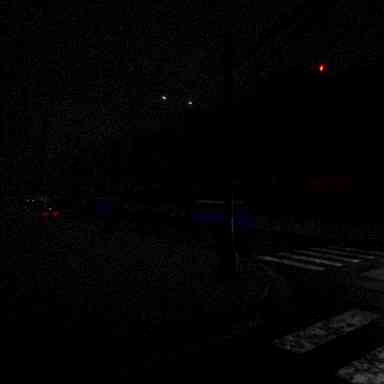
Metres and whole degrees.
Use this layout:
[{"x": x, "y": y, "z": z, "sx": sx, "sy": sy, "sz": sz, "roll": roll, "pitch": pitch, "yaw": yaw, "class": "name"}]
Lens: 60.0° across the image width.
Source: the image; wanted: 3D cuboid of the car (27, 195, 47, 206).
[{"x": -27.421, "y": 1.509, "z": 58.679, "sx": 2.192, "sy": 1.841, "sz": 5.009, "roll": 0, "pitch": 0, "yaw": -36, "class": "car"}]

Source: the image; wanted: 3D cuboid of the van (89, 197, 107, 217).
[{"x": -8.169, "y": 1.428, "z": 32.058, "sx": 1.690, "sy": 1.788, "sz": 3.998, "roll": 0, "pitch": 0, "yaw": -36, "class": "van"}]

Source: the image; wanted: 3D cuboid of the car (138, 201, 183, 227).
[{"x": -1.752, "y": 1.494, "z": 23.185, "sx": 1.967, "sy": 1.590, "sz": 4.097, "roll": 0, "pitch": 0, "yaw": -36, "class": "car"}]

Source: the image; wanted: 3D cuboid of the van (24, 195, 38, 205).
[{"x": -30.629, "y": 1.553, "z": 63.116, "sx": 1.690, "sy": 1.788, "sz": 3.998, "roll": 0, "pitch": 0, "yaw": -36, "class": "van"}]

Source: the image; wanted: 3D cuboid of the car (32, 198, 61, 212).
[{"x": -18.305, "y": 1.729, "z": 41.663, "sx": 1.895, "sy": 1.301, "sz": 4.718, "roll": 0, "pitch": 0, "yaw": -35, "class": "car"}]

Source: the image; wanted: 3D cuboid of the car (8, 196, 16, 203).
[{"x": -40.255, "y": 1.705, "z": 76.426, "sx": 1.967, "sy": 1.590, "sz": 4.097, "roll": 0, "pitch": 0, "yaw": -36, "class": "car"}]

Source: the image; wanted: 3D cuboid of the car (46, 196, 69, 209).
[{"x": -17.795, "y": 1.455, "z": 45.369, "sx": 2.192, "sy": 1.841, "sz": 5.009, "roll": 0, "pitch": 0, "yaw": -36, "class": "car"}]

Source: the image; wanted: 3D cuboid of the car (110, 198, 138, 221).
[{"x": -4.960, "y": 1.510, "z": 27.621, "sx": 1.967, "sy": 1.590, "sz": 4.097, "roll": 0, "pitch": 0, "yaw": -36, "class": "car"}]

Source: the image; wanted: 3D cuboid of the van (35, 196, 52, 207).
[{"x": -24.212, "y": 1.517, "z": 54.242, "sx": 1.690, "sy": 1.788, "sz": 3.998, "roll": 0, "pitch": 0, "yaw": -36, "class": "van"}]

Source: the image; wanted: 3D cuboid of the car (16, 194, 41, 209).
[{"x": -24.405, "y": 1.383, "z": 50.013, "sx": 2.150, "sy": 2.045, "sz": 5.566, "roll": 0, "pitch": 0, "yaw": -36, "class": "car"}]

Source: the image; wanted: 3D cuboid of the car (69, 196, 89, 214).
[{"x": -11.378, "y": 1.419, "z": 36.492, "sx": 2.192, "sy": 1.841, "sz": 5.009, "roll": 0, "pitch": 0, "yaw": -36, "class": "car"}]

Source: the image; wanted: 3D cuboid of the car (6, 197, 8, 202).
[{"x": -43.563, "y": 1.808, "z": 81.001, "sx": 1.752, "sy": 1.417, "sz": 4.829, "roll": 0, "pitch": 0, "yaw": -36, "class": "car"}]

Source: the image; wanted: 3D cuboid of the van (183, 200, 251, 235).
[{"x": 1.457, "y": 1.379, "z": 18.748, "sx": 1.690, "sy": 1.788, "sz": 3.998, "roll": 0, "pitch": 0, "yaw": -36, "class": "van"}]

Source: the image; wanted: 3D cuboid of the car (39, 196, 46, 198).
[{"x": -21.003, "y": 1.709, "z": 49.805, "sx": 2.008, "sy": 1.369, "sz": 4.403, "roll": 0, "pitch": 0, "yaw": -36, "class": "car"}]
